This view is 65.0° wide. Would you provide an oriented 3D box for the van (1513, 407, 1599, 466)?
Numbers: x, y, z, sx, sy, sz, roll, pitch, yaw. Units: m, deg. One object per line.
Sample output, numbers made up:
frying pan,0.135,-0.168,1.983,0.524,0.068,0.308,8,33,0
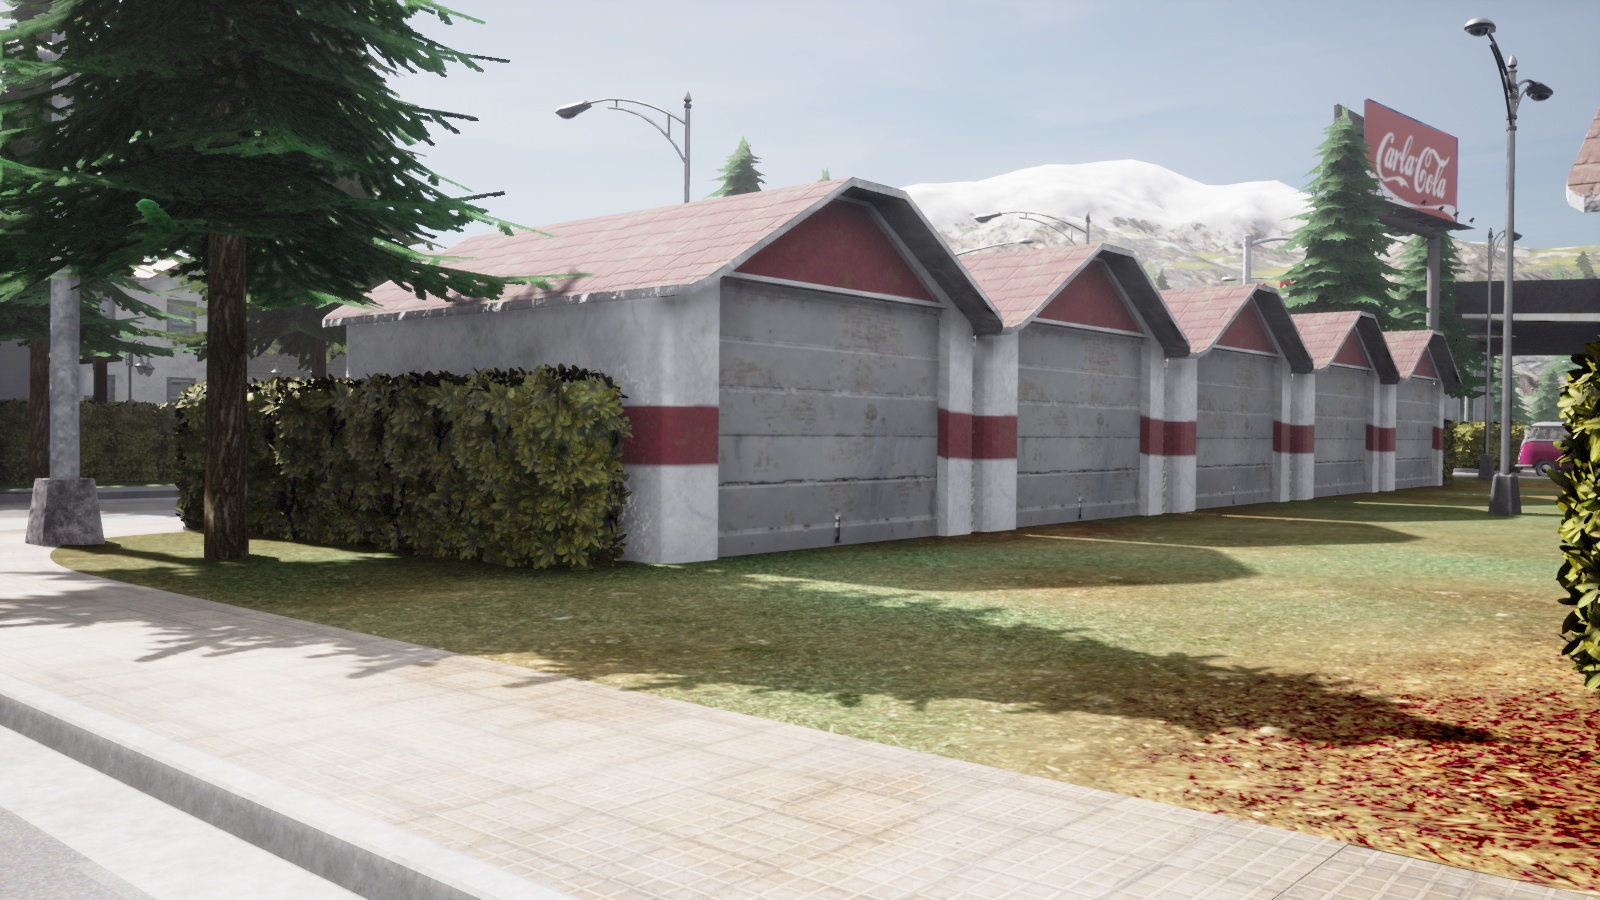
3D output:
van,27.249,-0.453,43.202,4.442,1.987,1.775,1,1,40
